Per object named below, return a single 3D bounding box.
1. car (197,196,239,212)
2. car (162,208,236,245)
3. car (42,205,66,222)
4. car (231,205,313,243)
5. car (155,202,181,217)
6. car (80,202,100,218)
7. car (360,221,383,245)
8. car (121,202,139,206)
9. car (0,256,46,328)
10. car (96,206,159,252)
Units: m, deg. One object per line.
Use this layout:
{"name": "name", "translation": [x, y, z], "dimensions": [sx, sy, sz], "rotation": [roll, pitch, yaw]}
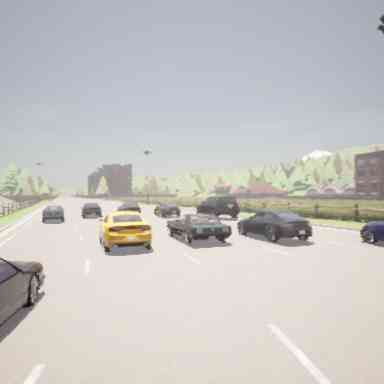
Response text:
{"name": "car", "translation": [2.322, 1.398, 30.674], "dimensions": [2.150, 2.045, 5.566], "rotation": [-1, 0, -21]}
{"name": "car", "translation": [0.152, 1.709, 16.390], "dimensions": [1.895, 1.301, 4.718], "rotation": [-1, 0, -19]}
{"name": "car", "translation": [-12.391, 1.905, 29.939], "dimensions": [2.033, 1.411, 5.357], "rotation": [-1, 0, -21]}
{"name": "car", "translation": [3.953, 1.586, 16.402], "dimensions": [1.812, 1.442, 4.674], "rotation": [0, 0, -20]}
{"name": "car", "translation": [-2.508, 1.782, 33.483], "dimensions": [1.812, 1.442, 4.674], "rotation": [-1, 0, -21]}
{"name": "car", "translation": [-10.522, 1.871, 34.811], "dimensions": [1.837, 1.490, 4.892], "rotation": [-1, 0, -21]}
{"name": "car", "translation": [8.767, 1.502, 12.895], "dimensions": [1.812, 1.442, 4.674], "rotation": [0, 0, -15]}
{"name": "car", "translation": [-6.342, 1.811, 33.687], "dimensions": [1.837, 1.490, 4.892], "rotation": [-1, 0, -21]}
{"name": "car", "translation": [-3.850, 1.630, 5.005], "dimensions": [2.033, 1.411, 5.357], "rotation": [-1, 0, -9]}
{"name": "car", "translation": [-3.084, 1.617, 14.948], "dimensions": [1.882, 1.535, 5.008], "rotation": [0, 0, -19]}
